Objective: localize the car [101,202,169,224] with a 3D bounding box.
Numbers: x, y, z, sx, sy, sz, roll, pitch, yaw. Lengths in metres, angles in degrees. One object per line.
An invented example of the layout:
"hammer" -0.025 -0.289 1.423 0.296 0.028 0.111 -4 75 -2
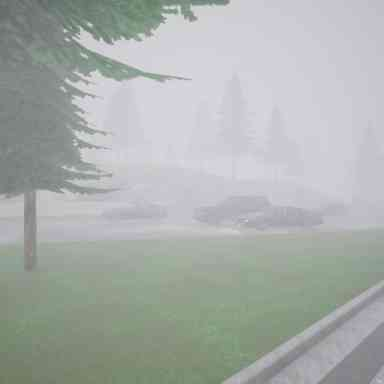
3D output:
"car" -4.187 1.488 24.692 4.902 1.511 2.128 0 0 -17

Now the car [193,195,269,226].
"car" 2.864 1.217 23.106 5.566 2.045 2.150 0 0 -17

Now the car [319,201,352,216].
"car" 12.511 1.540 30.960 5.357 1.411 2.033 0 0 -30

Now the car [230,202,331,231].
"car" 5.320 1.544 20.159 5.357 1.411 2.033 0 0 -16
